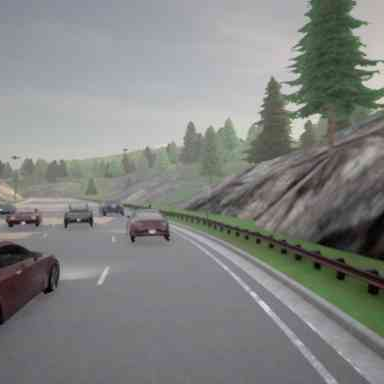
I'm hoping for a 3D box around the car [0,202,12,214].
[{"bbox_3d":[-20.066,1.791,35.722,1.994,1.385,4.181,0,0,-21],"label":"car"}]

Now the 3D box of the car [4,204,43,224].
[{"bbox_3d":[-11.746,1.740,23.749,1.895,1.301,4.718,0,0,-20],"label":"car"}]

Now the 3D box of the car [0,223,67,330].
[{"bbox_3d":[-3.895,1.568,5.969,1.812,1.442,4.674,0,0,-5],"label":"car"}]

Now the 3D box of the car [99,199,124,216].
[{"bbox_3d":[-8.486,1.492,34.835,2.097,1.767,4.553,0,0,-21],"label":"car"}]

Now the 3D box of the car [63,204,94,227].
[{"bbox_3d":[-8.041,1.604,23.622,2.128,1.511,4.902,0,0,-19],"label":"car"}]

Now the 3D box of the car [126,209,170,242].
[{"bbox_3d":[-2.297,1.581,16.895,1.812,1.442,4.674,0,0,-14],"label":"car"}]
